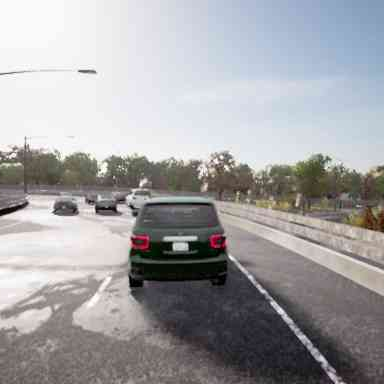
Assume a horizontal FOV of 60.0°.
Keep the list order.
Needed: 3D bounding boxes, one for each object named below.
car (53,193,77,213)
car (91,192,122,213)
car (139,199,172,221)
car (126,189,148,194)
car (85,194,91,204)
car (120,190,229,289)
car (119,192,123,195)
[{"bbox_3d":[-11.528,1.095,30.394,1.812,1.442,4.674,0,1,-17],"label":"car"},{"bbox_3d":[-7.984,1.056,30.722,2.128,1.511,4.902,0,1,-17],"label":"car"},{"bbox_3d":[-2.793,1.250,24.589,1.895,1.301,4.718,0,1,-13],"label":"car"},{"bbox_3d":[-5.595,0.728,34.823,2.150,2.045,5.566,0,1,-18],"label":"car"},{"bbox_3d":[-13.532,0.955,45.584,1.895,1.301,4.718,0,1,-25],"label":"car"},{"bbox_3d":[-0.468,1.093,9.032,2.150,2.045,5.566,0,1,-5],"label":"car"},{"bbox_3d":[-11.036,0.802,48.531,2.128,1.511,4.902,0,1,-25],"label":"car"}]
